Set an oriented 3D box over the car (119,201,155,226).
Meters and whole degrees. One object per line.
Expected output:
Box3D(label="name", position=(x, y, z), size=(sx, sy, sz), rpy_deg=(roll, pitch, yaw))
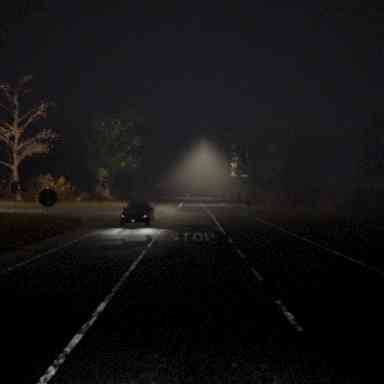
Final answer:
Box3D(label="car", position=(-3.501, 1.368, 22.060), size=(1.812, 1.442, 4.674), rpy_deg=(1, 1, 0))
